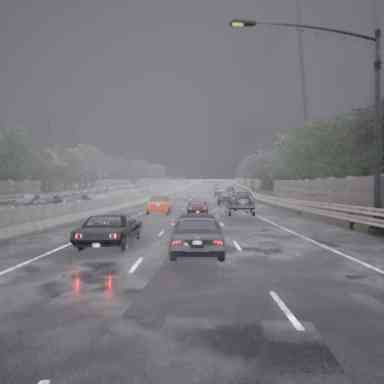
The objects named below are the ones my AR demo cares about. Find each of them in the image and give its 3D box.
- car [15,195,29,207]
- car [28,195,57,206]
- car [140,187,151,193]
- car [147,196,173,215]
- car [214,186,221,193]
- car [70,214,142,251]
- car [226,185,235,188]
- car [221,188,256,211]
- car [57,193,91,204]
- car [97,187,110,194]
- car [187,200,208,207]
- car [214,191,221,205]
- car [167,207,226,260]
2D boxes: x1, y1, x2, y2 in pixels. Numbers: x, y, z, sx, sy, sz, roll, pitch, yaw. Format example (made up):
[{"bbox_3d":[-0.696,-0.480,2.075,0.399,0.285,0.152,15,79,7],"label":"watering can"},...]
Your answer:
[{"bbox_3d":[-20.273,1.147,41.828,1.812,1.442,4.674,0,1,3],"label":"car"},{"bbox_3d":[-16.869,1.177,39.285,1.837,1.490,4.892,0,1,2],"label":"car"},{"bbox_3d":[-11.221,-0.386,80.092,2.097,1.767,4.553,0,2,4],"label":"car"},{"bbox_3d":[-2.934,1.146,31.340,2.097,1.767,4.553,0,1,2],"label":"car"},{"bbox_3d":[5.766,0.178,71.468,1.882,1.535,5.008,0,2,4],"label":"car"},{"bbox_3d":[-3.295,1.547,13.788,1.895,1.301,4.718,0,0,1],"label":"car"},{"bbox_3d":[10.302,-0.834,89.562,2.150,2.045,5.566,0,2,5],"label":"car"},{"bbox_3d":[3.849,0.883,27.365,2.150,2.045,5.566,0,1,1],"label":"car"},{"bbox_3d":[-13.387,1.030,38.707,2.097,1.767,4.553,0,1,2],"label":"car"},{"bbox_3d":[-21.137,-0.392,79.753,2.033,1.411,5.357,0,2,1],"label":"car"},{"bbox_3d":[0.547,1.403,30.746,1.895,1.301,4.718,0,1,2],"label":"car"},{"bbox_3d":[4.494,0.965,46.799,1.837,1.490,4.892,0,1,2],"label":"car"},{"bbox_3d":[0.183,1.505,12.152,2.033,1.411,5.357,0,0,1],"label":"car"}]
